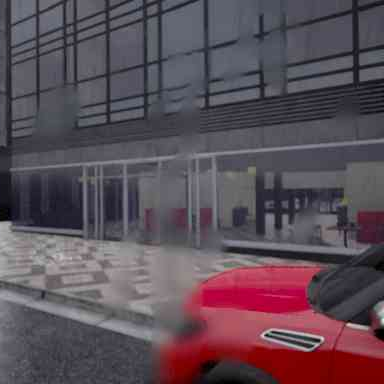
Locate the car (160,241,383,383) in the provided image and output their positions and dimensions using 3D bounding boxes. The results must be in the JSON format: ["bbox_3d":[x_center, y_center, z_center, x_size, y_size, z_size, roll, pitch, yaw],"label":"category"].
[{"bbox_3d":[2.417,1.225,2.528,5.566,2.045,2.150,0,0,30],"label":"car"}]
